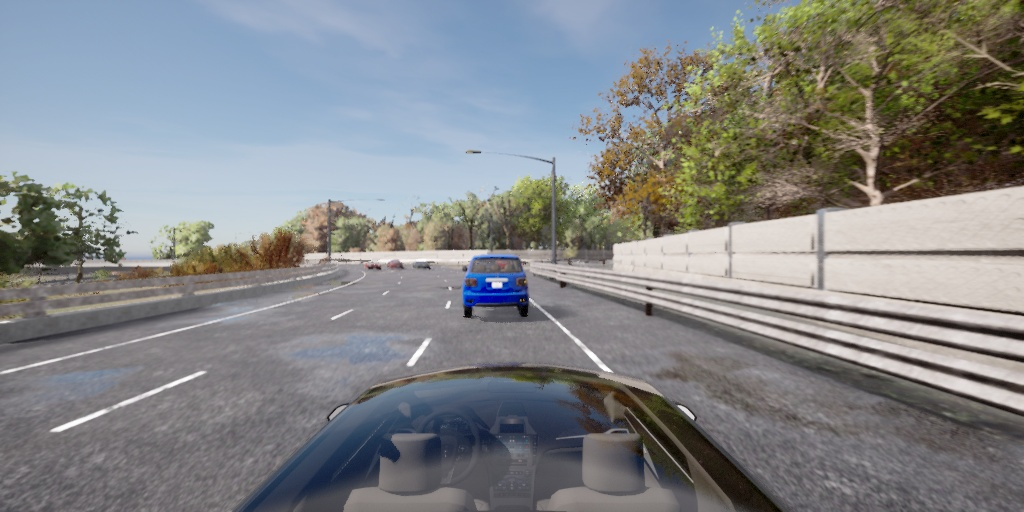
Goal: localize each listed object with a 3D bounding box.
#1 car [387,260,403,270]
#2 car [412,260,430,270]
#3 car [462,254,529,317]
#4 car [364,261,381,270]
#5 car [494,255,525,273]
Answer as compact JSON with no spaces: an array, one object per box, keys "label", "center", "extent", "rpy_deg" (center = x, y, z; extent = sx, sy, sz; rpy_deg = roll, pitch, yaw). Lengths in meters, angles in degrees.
[{"label":"car","center":[-18.153,1.336,55.596],"extent":[1.812,1.442,4.674],"rpy_deg":[0,0,-29]},{"label":"car","center":[-14.162,1.357,55.516],"extent":[1.994,1.385,4.181],"rpy_deg":[0,0,-28]},{"label":"car","center":[-0.680,0.970,13.459],"extent":[2.150,2.045,5.566],"rpy_deg":[0,0,-5]},{"label":"car","center":[-20.481,1.421,52.623],"extent":[1.895,1.301,4.718],"rpy_deg":[0,0,-28]},{"label":"car","center":[-0.204,0.959,43.809],"extent":[2.150,2.045,5.566],"rpy_deg":[-1,0,18]}]
